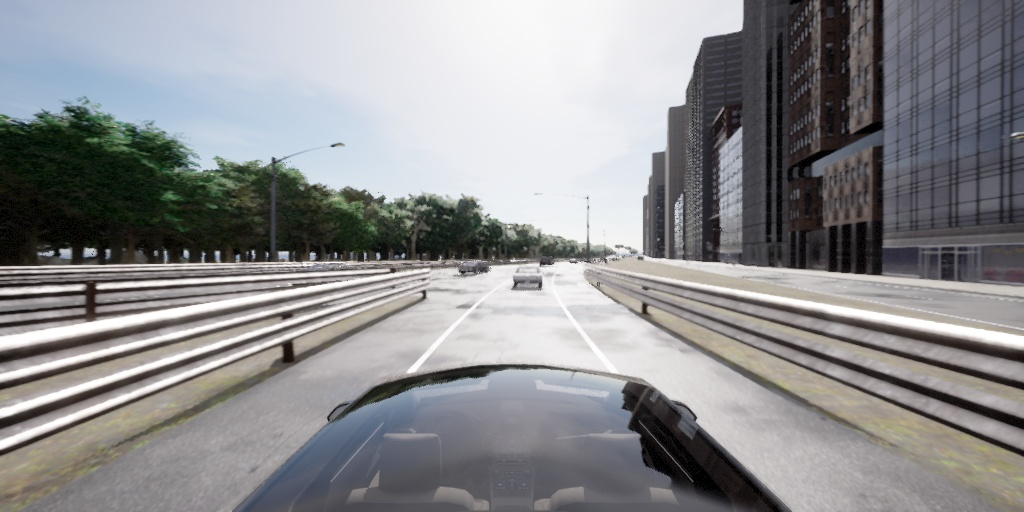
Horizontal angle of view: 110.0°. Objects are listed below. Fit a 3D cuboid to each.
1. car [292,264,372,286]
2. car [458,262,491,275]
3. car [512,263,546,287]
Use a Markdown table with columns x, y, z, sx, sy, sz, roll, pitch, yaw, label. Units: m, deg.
| x | y | z | sx | sy | sz | roll | pitch | yaw | label |
| --- | --- | --- | --- | --- | --- | --- | --- | --- | --- |
| -10.122 | 1.175 | 20.715 | 2.128 | 1.511 | 4.902 | 0 | 0 | 18 | car |
| -4.035 | 1.306 | 39.164 | 2.033 | 1.411 | 5.357 | 0 | 0 | 18 | car |
| 1.156 | 1.350 | 24.442 | 1.895 | 1.301 | 4.718 | 0 | 0 | 5 | car |
